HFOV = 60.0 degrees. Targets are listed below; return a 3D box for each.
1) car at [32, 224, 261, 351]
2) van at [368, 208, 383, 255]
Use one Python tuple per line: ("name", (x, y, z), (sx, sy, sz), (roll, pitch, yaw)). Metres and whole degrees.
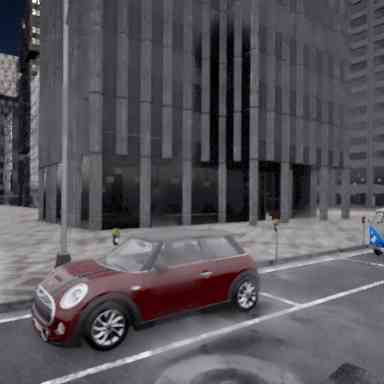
("car", (-0.691, 1.465, 6.151), (4.097, 1.590, 1.967), (1, 0, -35))
("van", (8.257, 1.461, 12.508), (3.998, 1.788, 1.690), (1, 0, -35))
